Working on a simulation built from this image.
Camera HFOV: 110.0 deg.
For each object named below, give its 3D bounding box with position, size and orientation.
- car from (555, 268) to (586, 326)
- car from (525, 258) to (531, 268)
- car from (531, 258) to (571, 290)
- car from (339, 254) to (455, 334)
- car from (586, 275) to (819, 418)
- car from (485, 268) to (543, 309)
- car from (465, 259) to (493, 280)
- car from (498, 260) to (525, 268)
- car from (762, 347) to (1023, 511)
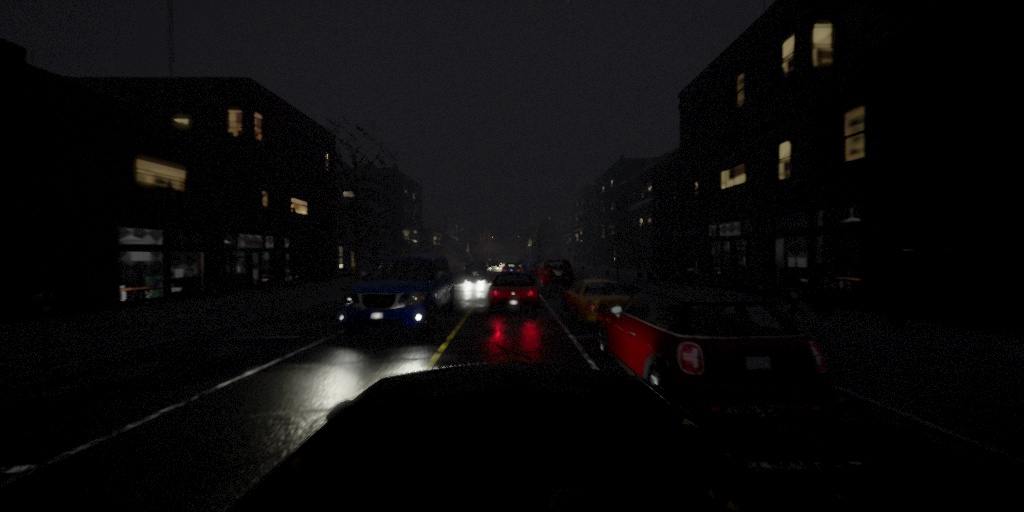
[{"bbox_3d":[2.663,1.285,11.564,1.751,1.417,4.829,0,0,0],"label":"car"},{"bbox_3d":[2.577,1.233,33.587,1.967,1.591,4.097,0,0,0],"label":"car"},{"bbox_3d":[2.620,1.092,22.490,2.192,1.841,5.009,0,0,0],"label":"car"},{"bbox_3d":[-3.131,0.985,11.045,2.150,2.045,5.566,0,1,0],"label":"car"},{"bbox_3d":[2.686,1.191,5.846,1.967,1.591,4.097,0,0,0],"label":"car"},{"bbox_3d":[0.055,1.371,15.055,1.895,1.301,4.718,0,0,0],"label":"car"},{"bbox_3d":[-3.118,1.295,32.520,2.128,1.511,4.902,0,0,0],"label":"car"},{"bbox_3d":[-0.039,1.347,34.494,2.033,1.411,5.357,0,0,0],"label":"car"},{"bbox_3d":[2.707,1.309,0.297,1.948,1.339,4.313,0,0,0],"label":"car"}]
